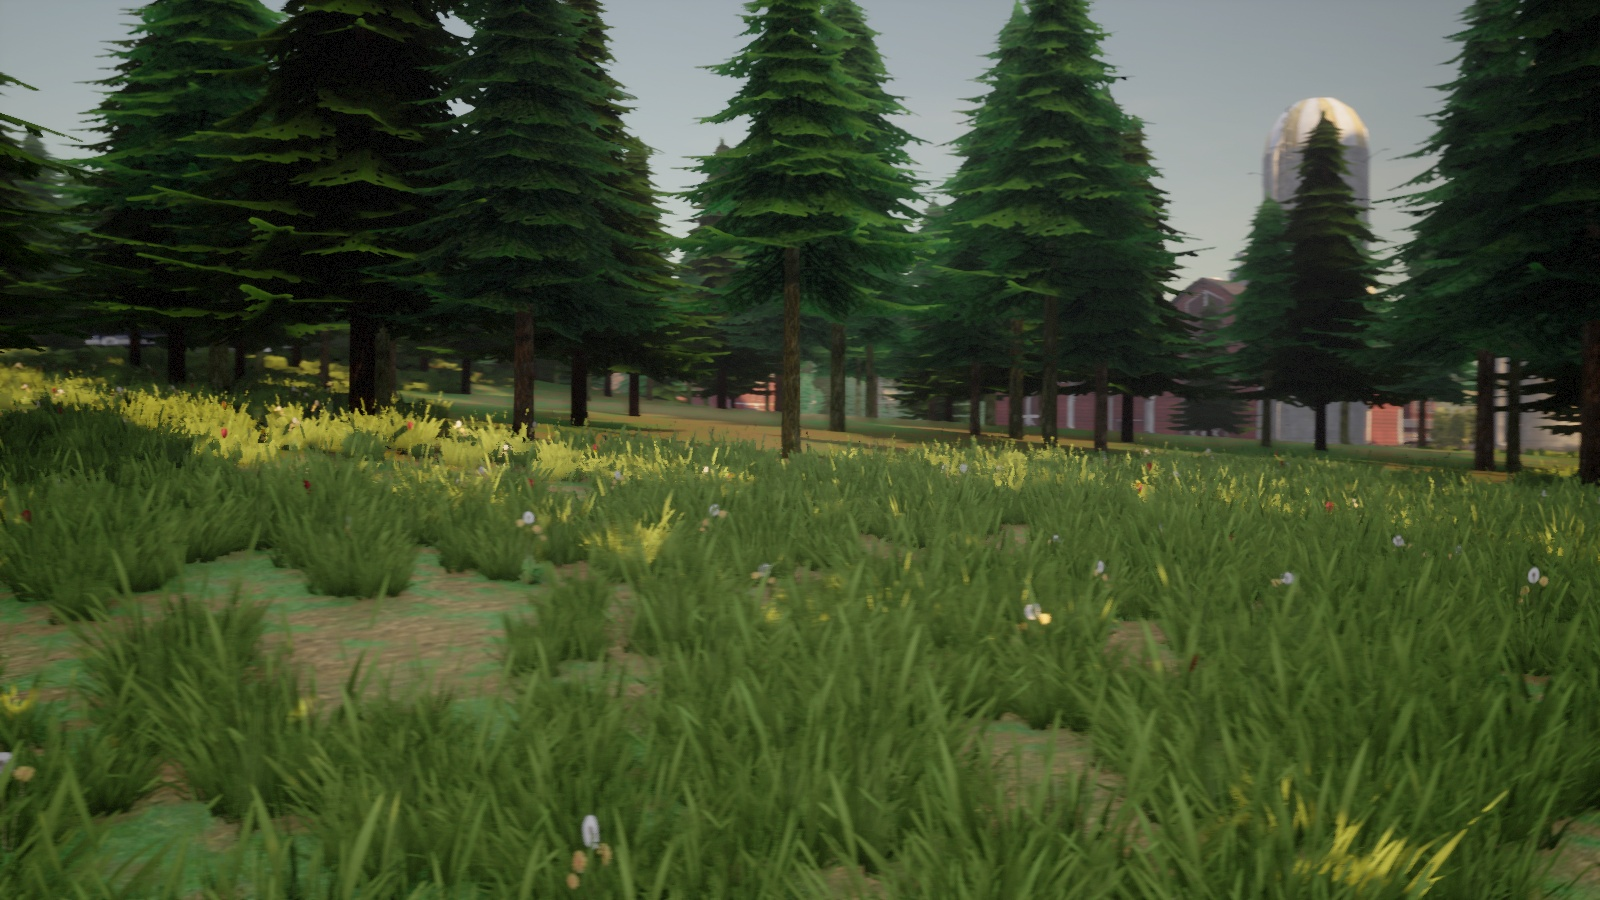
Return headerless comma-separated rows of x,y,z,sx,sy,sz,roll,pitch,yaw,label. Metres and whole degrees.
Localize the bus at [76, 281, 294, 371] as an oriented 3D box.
-32.030,-6.553,66.183,3.944,4.253,10.273,0,6,19,bus
